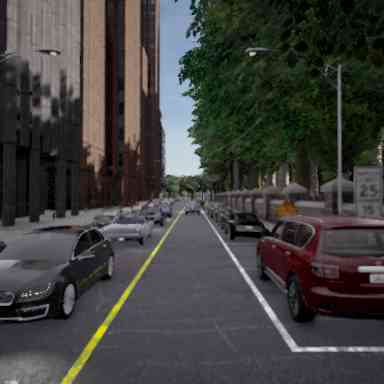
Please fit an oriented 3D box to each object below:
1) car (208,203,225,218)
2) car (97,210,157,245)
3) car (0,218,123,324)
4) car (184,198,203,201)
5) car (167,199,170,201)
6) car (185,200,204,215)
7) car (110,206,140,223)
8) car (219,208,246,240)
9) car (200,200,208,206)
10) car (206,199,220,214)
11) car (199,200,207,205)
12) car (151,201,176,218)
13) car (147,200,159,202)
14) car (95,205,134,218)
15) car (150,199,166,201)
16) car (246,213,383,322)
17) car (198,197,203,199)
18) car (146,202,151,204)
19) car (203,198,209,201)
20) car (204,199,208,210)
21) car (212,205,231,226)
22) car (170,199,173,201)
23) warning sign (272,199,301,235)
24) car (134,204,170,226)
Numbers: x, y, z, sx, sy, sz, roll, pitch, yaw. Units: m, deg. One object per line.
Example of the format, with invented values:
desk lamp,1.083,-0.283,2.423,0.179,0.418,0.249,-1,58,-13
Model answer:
car,2.776,1.903,29.129,2.008,1.369,4.403,0,-1,0
car,-3.092,1.795,16.827,1.895,1.301,4.718,0,-1,0
car,-3.104,1.582,7.574,1.837,1.490,4.892,0,-1,1
car,0.120,2.126,51.410,2.128,1.511,4.902,0,-1,0
car,-5.733,2.313,61.866,1.887,1.381,4.507,0,-1,0
car,0.117,2.046,40.759,2.033,1.411,5.357,0,-1,1
car,-5.749,1.931,29.126,1.802,1.307,4.206,0,-1,0
car,2.770,1.779,18.216,1.947,1.339,4.313,0,-1,0
car,2.800,2.515,78.404,1.752,1.417,4.829,0,-1,0
car,2.779,1.861,34.586,1.967,1.590,4.097,0,-1,0
car,2.803,2.626,83.690,1.947,1.339,4.313,0,-1,0
car,-3.038,1.987,36.172,2.033,1.411,5.357,0,-1,0
car,-5.741,2.138,45.496,1.802,1.307,4.206,0,-1,0
car,-5.752,1.830,23.669,2.008,1.369,4.403,0,-1,0
car,-5.738,1.941,50.956,2.192,1.841,5.009,0,-1,0
car,2.765,1.391,7.308,2.192,1.841,5.009,0,-1,0
car,2.795,2.158,67.325,2.192,1.841,5.009,0,-1,0
car,-5.747,2.000,34.582,1.802,1.307,4.206,0,-1,0
car,2.789,2.227,56.580,1.752,1.417,4.829,0,-1,0
car,2.781,1.931,40.043,1.967,1.590,4.097,0,-1,0
car,2.773,1.834,23.673,2.008,1.369,4.403,0,-1,0
car,-5.728,2.352,72.780,1.967,1.590,4.097,0,-1,0
warning sign,5.075,1.327,17.964,1.300,1.860,1.060,0,-1,0
car,-3.080,1.875,26.029,1.994,1.385,4.181,0,-1,0
